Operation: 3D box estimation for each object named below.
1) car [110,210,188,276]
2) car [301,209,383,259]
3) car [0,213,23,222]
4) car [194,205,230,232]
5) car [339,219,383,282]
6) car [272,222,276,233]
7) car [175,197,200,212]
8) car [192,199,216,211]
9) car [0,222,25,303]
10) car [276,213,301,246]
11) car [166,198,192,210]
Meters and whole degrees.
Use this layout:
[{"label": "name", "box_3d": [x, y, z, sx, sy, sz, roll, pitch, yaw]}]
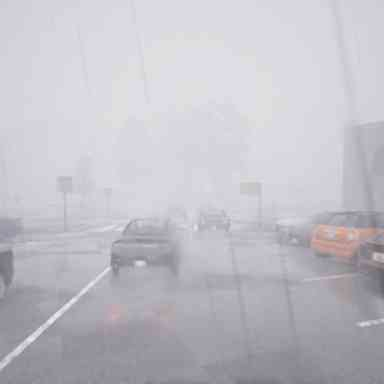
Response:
[{"label": "car", "box_3d": [-1.247, 1.567, 10.639, 2.128, 1.511, 4.902, 0, 0, 1]}, {"label": "car", "box_3d": [6.371, 1.421, 11.224, 4.553, 1.767, 2.185, 1, -1, -20]}, {"label": "car", "box_3d": [-10.587, 1.611, 15.513, 5.008, 1.535, 2.097, -1, 0, -18]}, {"label": "car", "box_3d": [1.255, 1.744, 21.086, 1.895, 1.301, 4.718, 0, 0, 0]}, {"label": "car", "box_3d": [6.433, 1.557, 8.293, 4.792, 1.488, 2.163, 1, -1, -20]}, {"label": "car", "box_3d": [6.382, 1.626, 17.131, 4.674, 1.452, 2.002, 1, 0, -20]}, {"label": "car", "box_3d": [-0.436, 1.428, 39.789, 1.895, 1.301, 4.718, 1, 3, 13]}, {"label": "car", "box_3d": [1.507, 1.498, 35.117, 2.128, 1.511, 4.902, 0, 2, 5]}, {"label": "car", "box_3d": [-4.868, 1.516, 5.277, 1.882, 1.535, 5.008, 0, 0, 1]}, {"label": "car", "box_3d": [6.365, 1.595, 14.168, 4.792, 1.488, 2.163, 1, 0, -20]}, {"label": "car", "box_3d": [-1.294, 1.635, 29.297, 2.128, 1.511, 4.902, 0, 1, 0]}]
